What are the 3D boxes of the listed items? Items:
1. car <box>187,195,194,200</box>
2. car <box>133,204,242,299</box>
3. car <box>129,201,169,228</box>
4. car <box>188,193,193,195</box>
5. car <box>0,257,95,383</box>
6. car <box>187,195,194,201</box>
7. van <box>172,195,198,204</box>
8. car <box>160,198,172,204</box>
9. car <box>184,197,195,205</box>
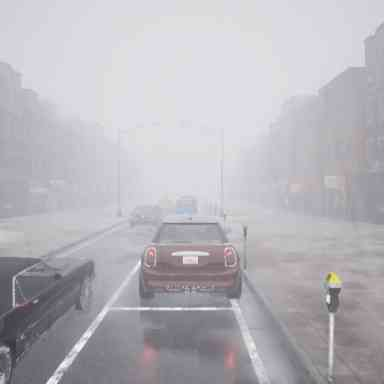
[{"bbox_3d":[-0.390,1.542,91.932,1.947,1.339,4.313,-1,0,0],"label":"car"},{"bbox_3d":[-0.032,1.349,8.622,2.097,1.767,4.553,0,0,0],"label":"car"},{"bbox_3d":[-2.918,1.539,22.252,2.033,1.411,5.357,0,0,0],"label":"car"},{"bbox_3d":[-0.400,1.302,36.607,2.192,1.841,5.009,-1,0,0],"label":"car"},{"bbox_3d":[-2.920,1.599,4.824,1.895,1.301,4.718,0,0,0],"label":"car"},{"bbox_3d":[-0.390,1.542,86.399,1.947,1.339,4.313,-1,0,0],"label":"car"},{"bbox_3d":[-0.401,1.332,25.542,1.690,1.788,3.998,-1,0,0],"label":"van"},{"bbox_3d":[-3.017,1.442,39.072,1.801,1.575,5.366,0,0,0],"label":"car"},{"bbox_3d":[-0.392,1.562,58.737,1.802,1.307,4.206,-1,0,0],"label":"car"}]
